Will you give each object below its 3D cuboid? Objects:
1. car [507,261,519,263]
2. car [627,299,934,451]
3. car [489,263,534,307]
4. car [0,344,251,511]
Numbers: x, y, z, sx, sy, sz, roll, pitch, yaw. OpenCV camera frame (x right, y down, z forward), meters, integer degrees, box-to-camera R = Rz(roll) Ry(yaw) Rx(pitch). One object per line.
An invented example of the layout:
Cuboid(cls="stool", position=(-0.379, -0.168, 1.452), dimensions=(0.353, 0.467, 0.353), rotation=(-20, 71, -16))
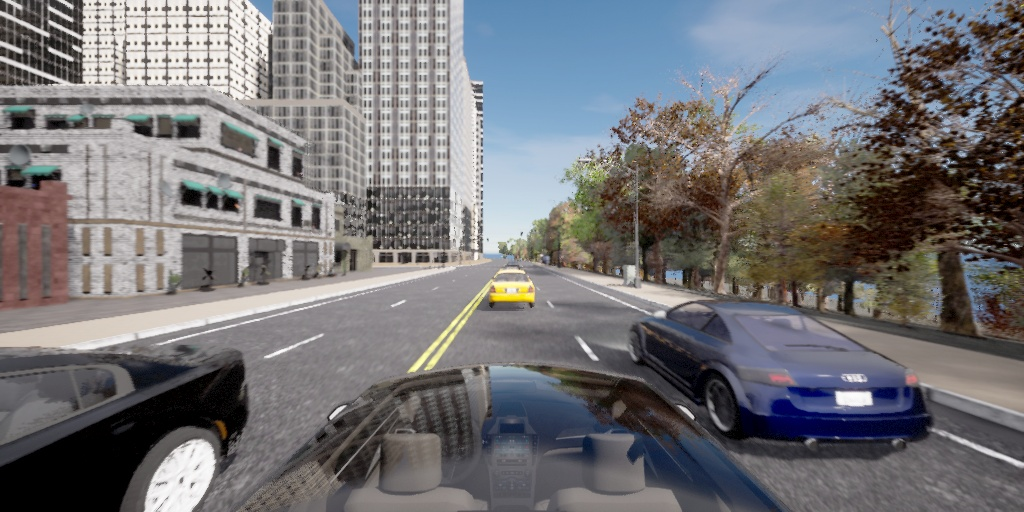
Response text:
Cuboid(cls="car", position=(0.090, 1.369, 40.305), dimensions=(1.837, 1.490, 4.892), rotation=(0, 0, 0))
Cuboid(cls="car", position=(3.250, 1.328, 5.415), dimensions=(1.994, 1.385, 4.181), rotation=(0, 0, 0))
Cuboid(cls="car", position=(-0.006, 1.257, 15.764), dimensions=(1.801, 1.575, 5.366), rotation=(0, 0, 0))
Cuboid(cls="car", position=(-3.350, 1.226, 1.201), dimensions=(1.882, 1.535, 5.008), rotation=(0, 0, 0))
